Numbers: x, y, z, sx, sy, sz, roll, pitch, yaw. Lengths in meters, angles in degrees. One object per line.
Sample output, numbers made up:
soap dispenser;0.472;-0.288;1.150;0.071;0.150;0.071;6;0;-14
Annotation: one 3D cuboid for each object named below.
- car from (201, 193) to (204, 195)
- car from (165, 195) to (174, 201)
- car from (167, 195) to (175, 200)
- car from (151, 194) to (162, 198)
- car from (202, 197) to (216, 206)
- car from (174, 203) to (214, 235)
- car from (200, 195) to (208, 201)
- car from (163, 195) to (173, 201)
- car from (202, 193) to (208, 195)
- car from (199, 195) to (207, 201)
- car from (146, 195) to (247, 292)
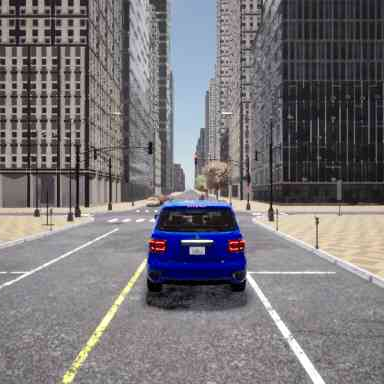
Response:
car;2.714;1.224;72.941;2.192;1.841;5.009;0;0;0
car;-5.665;1.428;84.299;2.008;1.369;4.403;0;0;0
car;-5.663;1.411;89.974;2.008;1.369;4.403;0;0;0
car;-5.803;1.485;50.073;1.752;1.417;4.829;0;0;0
car;2.807;1.500;55.919;2.008;1.369;4.403;0;0;0
car;0.101;1.486;19.800;2.128;1.511;4.902;0;0;0
car;2.715;1.419;78.786;1.752;1.417;4.829;0;0;0
car;-5.666;1.438;78.623;1.887;1.381;4.507;0;0;0
car;2.837;1.400;50.241;1.967;1.590;4.097;0;0;0
car;2.716;1.422;84.291;1.887;1.381;4.507;0;0;0
car;0.101;1.221;9.071;2.150;2.045;5.566;0;0;0
